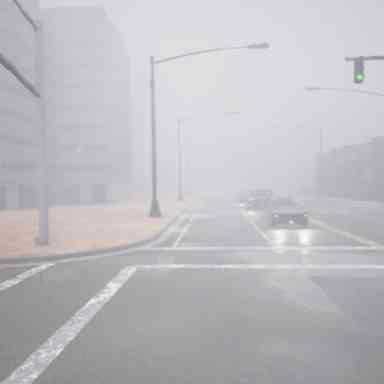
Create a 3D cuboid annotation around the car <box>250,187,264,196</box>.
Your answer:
[{"bbox_3d":[11.316,-0.075,58.387,1.812,1.442,4.674,-1,1,4],"label":"car"}]

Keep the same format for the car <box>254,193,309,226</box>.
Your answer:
[{"bbox_3d":[4.968,1.006,18.700,2.033,1.411,5.357,-1,1,4],"label":"car"}]

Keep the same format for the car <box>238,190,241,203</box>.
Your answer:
[{"bbox_3d":[6.481,0.418,39.194,1.882,1.535,5.008,-1,1,4],"label":"car"}]

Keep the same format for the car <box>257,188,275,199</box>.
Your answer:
[{"bbox_3d":[10.612,0.161,48.207,1.837,1.490,4.892,-1,1,4],"label":"car"}]

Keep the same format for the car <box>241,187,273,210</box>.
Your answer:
[{"bbox_3d":[5.703,0.552,28.945,2.097,1.767,4.553,-1,1,4],"label":"car"}]
